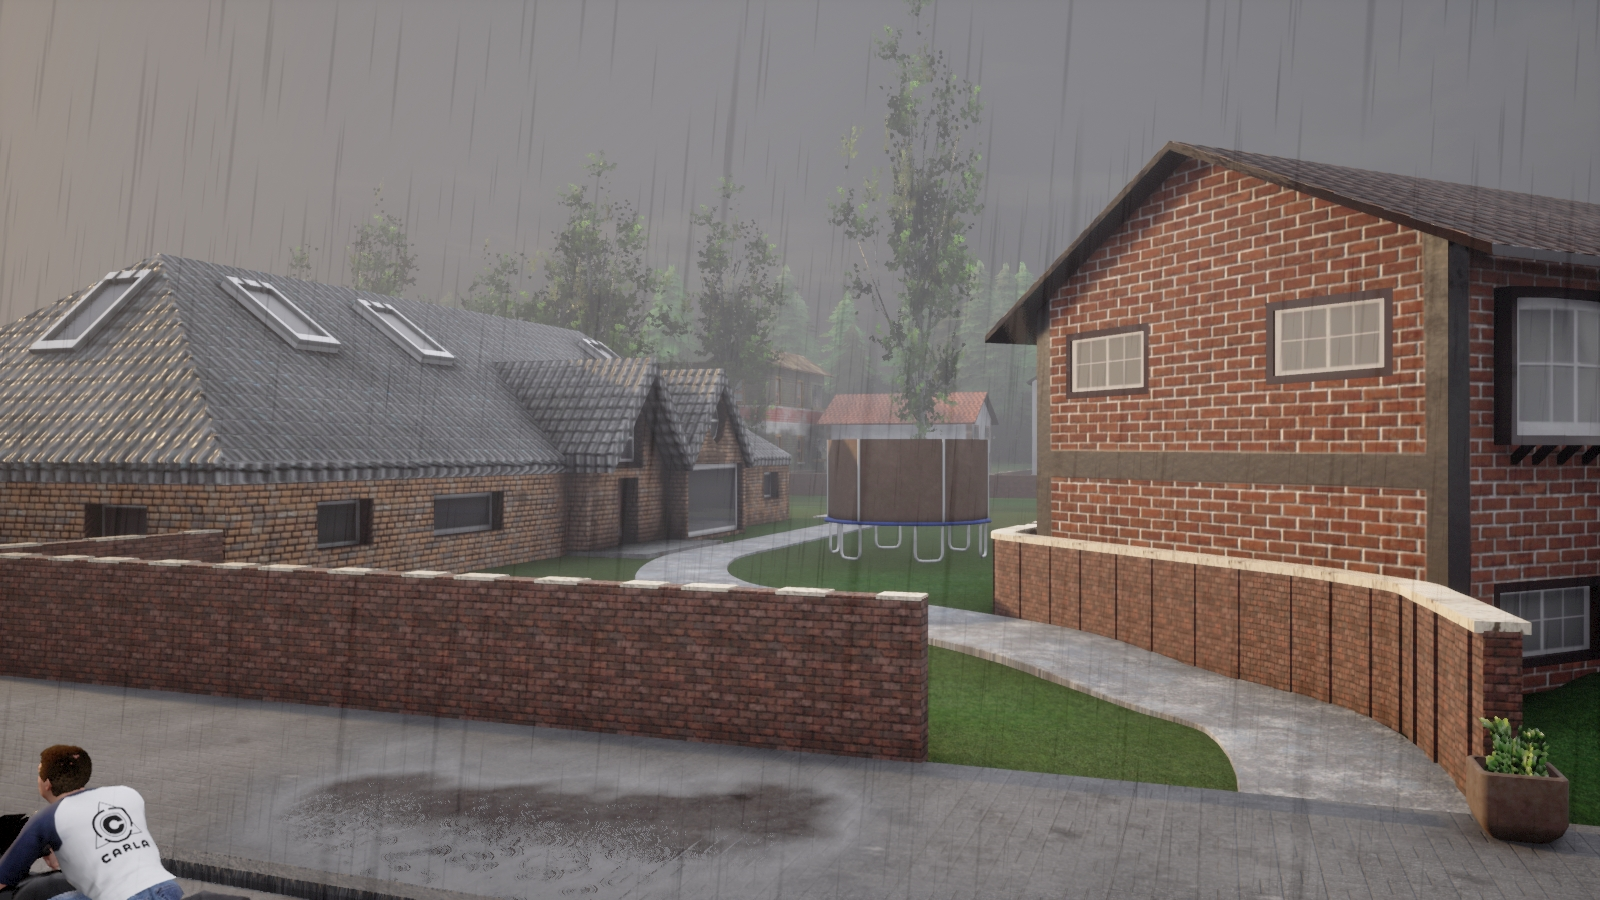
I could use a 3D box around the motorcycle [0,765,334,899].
[{"bbox_3d":[-3.133,2.188,4.960,2.033,1.199,0.803,1,0,21],"label":"motorcycle"}]
